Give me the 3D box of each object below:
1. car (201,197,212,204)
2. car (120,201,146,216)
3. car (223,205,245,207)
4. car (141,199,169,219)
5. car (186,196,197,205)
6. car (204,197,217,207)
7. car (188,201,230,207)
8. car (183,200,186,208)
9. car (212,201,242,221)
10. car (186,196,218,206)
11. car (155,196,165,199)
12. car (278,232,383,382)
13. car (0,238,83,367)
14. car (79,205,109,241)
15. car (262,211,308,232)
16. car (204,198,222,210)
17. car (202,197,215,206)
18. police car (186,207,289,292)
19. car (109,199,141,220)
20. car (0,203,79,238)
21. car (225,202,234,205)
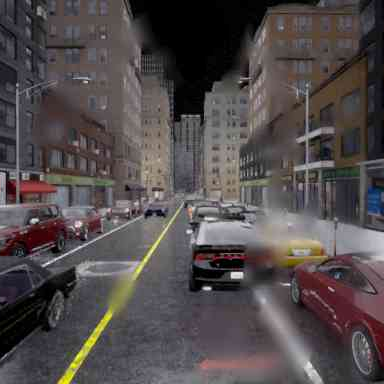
[{"bbox_3d":[2.705,1.540,61.029,1.802,1.307,4.206,-1,0,0],"label":"car"},{"bbox_3d":[-5.765,1.567,33.076,1.802,1.307,4.206,-1,0,0],"label":"car"},{"bbox_3d":[2.814,1.560,16.342,1.947,1.339,4.313,-1,0,0],"label":"car"},{"bbox_3d":[-3.080,1.589,29.395,1.895,1.301,4.718,0,0,0],"label":"car"},{"bbox_3d":[-0.162,1.437,60.153,1.882,1.535,5.008,0,0,0],"label":"car"},{"bbox_3d":[2.732,1.496,50.027,1.752,1.417,4.829,-1,0,0],"label":"car"},{"bbox_3d":[0.848,1.498,18.978,1.837,1.490,4.892,0,0,0],"label":"car"},{"bbox_3d":[-0.115,1.479,46.414,1.837,1.490,4.892,0,0,0],"label":"car"},{"bbox_3d":[2.787,1.539,27.514,2.008,1.369,4.403,-1,0,0],"label":"car"},{"bbox_3d":[0.767,1.342,24.940,2.097,1.767,4.553,0,0,-1],"label":"car"},{"bbox_3d":[-5.840,1.503,61.005,1.887,1.381,4.507,-1,0,0],"label":"car"},{"bbox_3d":[2.842,1.580,5.170,1.802,1.307,4.206,-1,0,0],"label":"car"},{"bbox_3d":[-3.110,1.600,4.107,1.895,1.301,4.718,0,0,0],"label":"car"},{"bbox_3d":[-5.722,1.434,16.319,1.967,1.590,4.097,-1,0,0],"label":"car"},{"bbox_3d":[2.827,1.522,10.926,1.752,1.417,4.829,-1,0,0],"label":"car"},{"bbox_3d":[2.746,1.527,44.271,2.008,1.369,4.403,-1,0,0],"label":"car"},{"bbox_3d":[2.719,1.531,55.443,1.947,1.339,4.313,-1,0,0],"label":"car"},{"bbox_3d":[0.875,1.422,9.088,1.930,1.638,5.238,0,0,0],"label":"police car"},{"bbox_3d":[-5.752,1.429,27.490,1.967,1.590,4.097,-1,0,0],"label":"car"},{"bbox_3d":[-5.708,1.311,10.733,2.192,1.841,5.009,-1,0,0],"label":"car"},{"bbox_3d":[2.801,1.557,21.928,1.947,1.339,4.313,-1,0,0],"label":"car"}]
